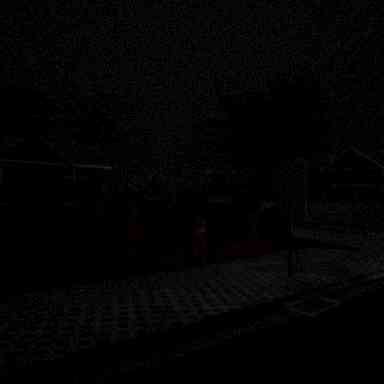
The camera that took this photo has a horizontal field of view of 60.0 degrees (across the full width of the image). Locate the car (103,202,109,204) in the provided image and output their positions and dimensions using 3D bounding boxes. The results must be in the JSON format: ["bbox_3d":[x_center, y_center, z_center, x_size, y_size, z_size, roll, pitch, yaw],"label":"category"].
[{"bbox_3d":[-13.632,2.296,51.314,2.033,1.411,5.357,2,-2,-43],"label":"car"}]
